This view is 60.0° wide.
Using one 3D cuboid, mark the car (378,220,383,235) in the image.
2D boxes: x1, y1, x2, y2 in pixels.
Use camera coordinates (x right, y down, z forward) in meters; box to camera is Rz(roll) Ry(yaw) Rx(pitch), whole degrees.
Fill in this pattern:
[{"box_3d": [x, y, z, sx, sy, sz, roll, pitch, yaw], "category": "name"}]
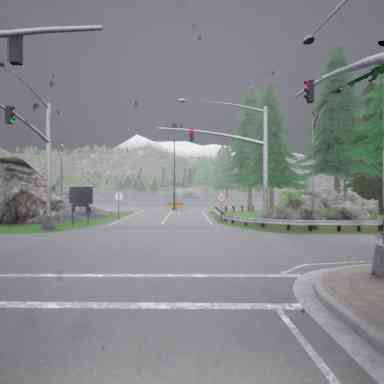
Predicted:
[{"box_3d": [12.245, 1.543, 17.256, 4.553, 1.767, 2.097, 0, 0, 0], "category": "car"}]
